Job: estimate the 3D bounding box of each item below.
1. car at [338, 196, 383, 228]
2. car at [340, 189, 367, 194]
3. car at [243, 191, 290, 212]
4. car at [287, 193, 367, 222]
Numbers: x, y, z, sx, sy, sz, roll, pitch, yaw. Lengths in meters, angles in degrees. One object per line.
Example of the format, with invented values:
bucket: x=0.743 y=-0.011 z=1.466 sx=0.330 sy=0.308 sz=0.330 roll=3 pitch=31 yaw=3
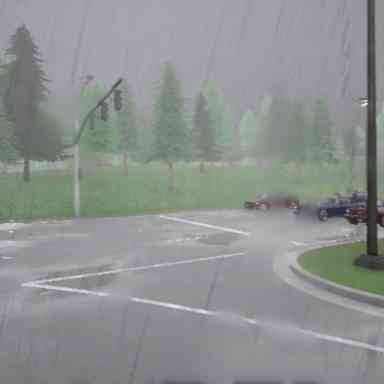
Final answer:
car: x=10.170 y=1.023 z=17.336 sx=4.718 sy=1.301 sz=1.895 roll=-2 pitch=1 yaw=-28
car: x=15.315 y=0.491 z=32.021 sx=4.902 sy=1.511 sz=2.128 roll=-2 pitch=2 yaw=-28
car: x=6.516 y=0.735 z=27.283 sx=5.008 sy=1.535 sz=1.882 roll=-2 pitch=1 yaw=-28
car: x=8.408 y=0.984 z=20.361 sx=4.718 sy=1.301 sz=1.895 roll=-2 pitch=1 yaw=-28
